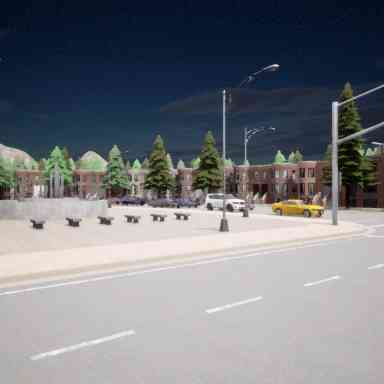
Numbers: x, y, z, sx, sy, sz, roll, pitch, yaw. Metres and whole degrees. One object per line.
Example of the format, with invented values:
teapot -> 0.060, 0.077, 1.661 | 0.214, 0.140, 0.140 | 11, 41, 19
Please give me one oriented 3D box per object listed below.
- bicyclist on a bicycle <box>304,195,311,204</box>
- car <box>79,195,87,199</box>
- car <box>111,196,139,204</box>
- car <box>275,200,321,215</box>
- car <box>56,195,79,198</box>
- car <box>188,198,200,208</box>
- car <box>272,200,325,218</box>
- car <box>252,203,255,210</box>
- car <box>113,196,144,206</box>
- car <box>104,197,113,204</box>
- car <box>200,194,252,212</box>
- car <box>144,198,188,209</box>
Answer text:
bicyclist on a bicycle -> 16.182, 1.303, 46.625 | 1.656, 1.620, 0.582 | 0, 0, -37
car -> -22.551, 1.352, 63.996 | 4.553, 1.767, 2.097 | 0, 0, 7
car -> -12.476, 1.506, 61.989 | 4.892, 1.490, 1.837 | 0, 0, 18
car -> 11.075, 1.564, 34.859 | 1.994, 1.385, 4.181 | 0, 0, -37
car -> -23.812, 1.505, 60.701 | 4.892, 1.490, 1.837 | 0, 0, 5
car -> -1.248, 1.547, 48.412 | 5.357, 1.411, 2.033 | 0, 0, 37
car -> 9.758, 1.478, 30.785 | 1.882, 1.535, 5.008 | 0, 0, -37
car -> 5.689, 1.526, 41.745 | 1.812, 1.442, 4.674 | 0, 0, -41
car -> -9.820, 1.601, 53.491 | 4.718, 1.301, 1.895 | 0, 0, 24
car -> -14.075, 1.564, 58.835 | 4.181, 1.385, 1.994 | 0, 0, 18
car -> 3.831, 1.221, 38.651 | 2.150, 2.045, 5.566 | 0, 0, -39
car -> -3.665, 1.547, 45.873 | 5.357, 1.411, 2.033 | 0, 0, 36
